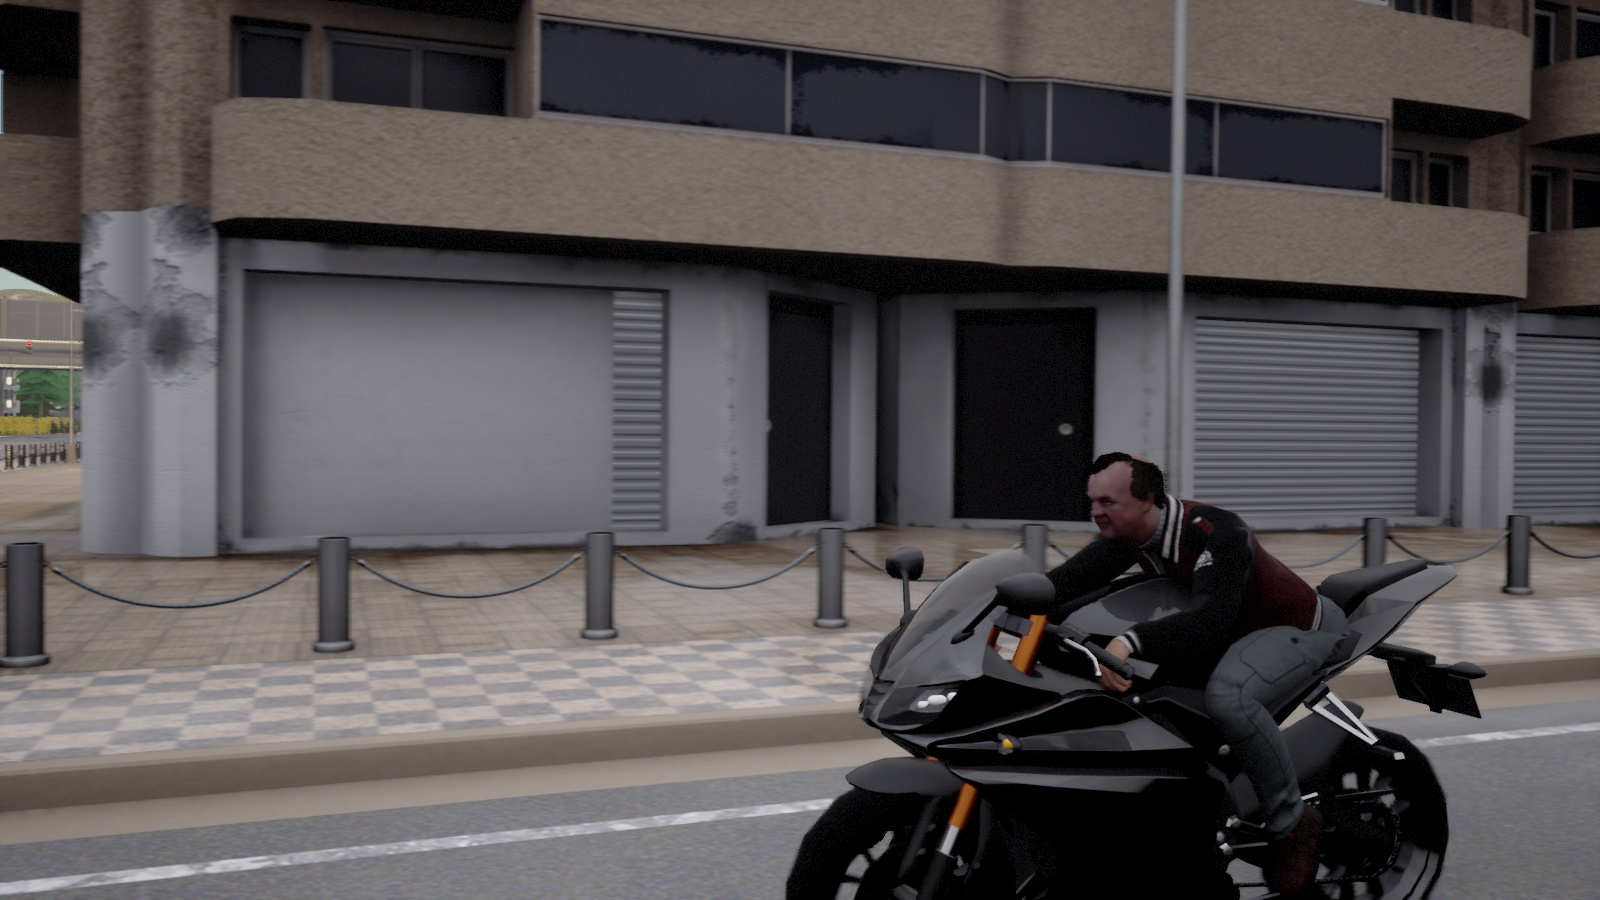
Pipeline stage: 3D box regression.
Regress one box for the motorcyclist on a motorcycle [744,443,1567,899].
[{"bbox_3d":[1.025,0.763,3.629,2.191,1.530,0.866,-1,1,-21],"label":"motorcyclist on a motorcycle"}]
